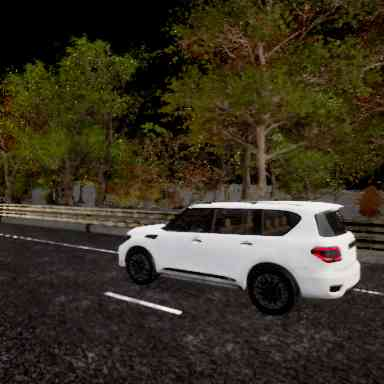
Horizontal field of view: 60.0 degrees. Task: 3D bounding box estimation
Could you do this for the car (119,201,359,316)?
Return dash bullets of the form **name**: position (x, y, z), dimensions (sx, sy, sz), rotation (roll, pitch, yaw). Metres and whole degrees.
- **car**: position (0.782, 1.218, 7.731), dimensions (5.566, 2.045, 2.150), rotation (0, 0, 35)
